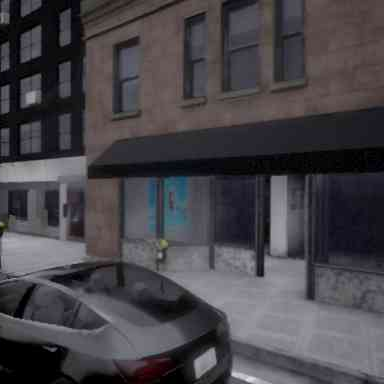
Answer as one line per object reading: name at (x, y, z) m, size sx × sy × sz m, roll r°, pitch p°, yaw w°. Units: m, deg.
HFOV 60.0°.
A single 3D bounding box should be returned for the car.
car at (-1.571, 1.560, 4.197) m, size 4.313 × 1.339 × 1.947 m, roll 0°, pitch 0°, yaw 36°
